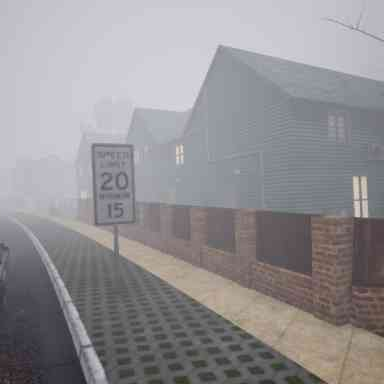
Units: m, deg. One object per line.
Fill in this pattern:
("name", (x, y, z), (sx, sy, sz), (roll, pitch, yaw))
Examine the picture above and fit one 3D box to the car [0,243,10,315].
("car", (-4.890, 1.630, 6.957), (1.895, 1.301, 4.718), (-2, 1, -28))
